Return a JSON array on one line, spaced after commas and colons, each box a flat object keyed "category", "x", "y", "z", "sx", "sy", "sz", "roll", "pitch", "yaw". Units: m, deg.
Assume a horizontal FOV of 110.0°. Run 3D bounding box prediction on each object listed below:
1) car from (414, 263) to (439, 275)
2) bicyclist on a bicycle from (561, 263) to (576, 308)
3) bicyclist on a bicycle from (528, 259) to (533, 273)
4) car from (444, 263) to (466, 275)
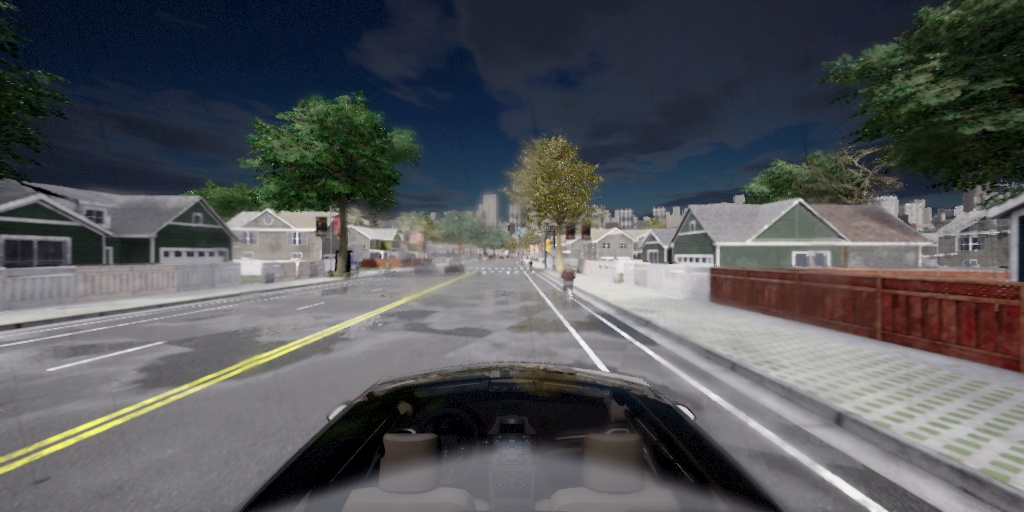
[{"category": "car", "x": -9.775, "y": 1.407, "z": 41.127, "sx": 1.895, "sy": 1.301, "sz": 4.718, "roll": 0, "pitch": 0, "yaw": 0}, {"category": "bicyclist on a bicycle", "x": 2.233, "y": 1.140, "z": 14.360, "sx": 0.659, "sy": 1.776, "sz": 1.843, "roll": 0, "pitch": 0, "yaw": 0}, {"category": "bicyclist on a bicycle", "x": 2.234, "y": 1.178, "z": 42.363, "sx": 0.659, "sy": 1.776, "sz": 1.843, "roll": 0, "pitch": 0, "yaw": 0}, {"category": "car", "x": -6.525, "y": 1.407, "z": 41.127, "sx": 1.895, "sy": 1.301, "sz": 4.718, "roll": 0, "pitch": 0, "yaw": 0}]
